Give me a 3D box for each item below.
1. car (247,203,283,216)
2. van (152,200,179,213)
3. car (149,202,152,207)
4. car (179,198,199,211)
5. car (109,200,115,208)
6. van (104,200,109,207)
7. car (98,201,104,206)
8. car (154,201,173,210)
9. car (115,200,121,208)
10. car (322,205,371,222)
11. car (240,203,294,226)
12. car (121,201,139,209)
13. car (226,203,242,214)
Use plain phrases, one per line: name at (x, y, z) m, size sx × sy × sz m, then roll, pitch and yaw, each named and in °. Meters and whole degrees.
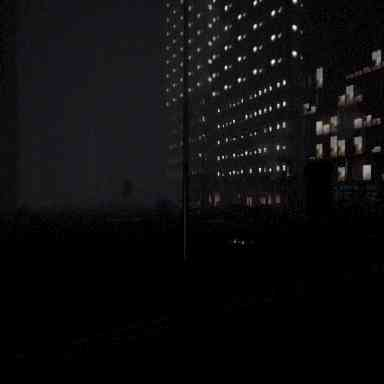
car at (8.671, 2.068, 39.705) m, size 1.947 × 1.339 × 4.313 m, roll -1°, pitch -1°, yaw -26°
van at (-3.782, 2.005, 46.173) m, size 1.690 × 1.788 × 3.998 m, roll -1°, pitch -1°, yaw -26°
car at (-8.509, 2.808, 75.128) m, size 1.802 × 1.307 × 4.206 m, roll -1°, pitch -1°, yaw -26°
car at (-0.768, 2.003, 53.109) m, size 2.150 × 2.045 × 5.566 m, roll 0°, pitch -1°, yaw -25°
car at (-16.050, 2.731, 71.472) m, size 1.887 × 1.381 × 4.507 m, roll -1°, pitch -1°, yaw -26°
van at (-18.508, 2.634, 76.534) m, size 1.690 × 1.788 × 3.998 m, roll -1°, pitch -1°, yaw -26°
car at (-23.412, 3.053, 86.652) m, size 1.887 × 1.381 × 4.507 m, roll -1°, pitch -1°, yaw -26°
car at (-5.416, 2.454, 62.613) m, size 1.882 × 1.535 × 5.008 m, roll 0°, pitch -1°, yaw -26°
car at (-13.522, 2.602, 66.259) m, size 1.752 × 1.417 × 4.829 m, roll -1°, pitch -1°, yaw -26°
car at (13.580, 1.854, 29.584) m, size 2.008 × 1.369 × 4.403 m, roll -1°, pitch -1°, yaw -26°
car at (6.040, 1.813, 25.927) m, size 2.008 × 1.369 × 4.403 m, roll -1°, pitch -1°, yaw -26°
car at (-11.141, 2.525, 61.351) m, size 2.008 × 1.369 × 4.403 m, roll -1°, pitch -1°, yaw -26°
car at (6.217, 2.168, 44.766) m, size 1.947 × 1.339 × 4.313 m, roll -1°, pitch -1°, yaw -26°
